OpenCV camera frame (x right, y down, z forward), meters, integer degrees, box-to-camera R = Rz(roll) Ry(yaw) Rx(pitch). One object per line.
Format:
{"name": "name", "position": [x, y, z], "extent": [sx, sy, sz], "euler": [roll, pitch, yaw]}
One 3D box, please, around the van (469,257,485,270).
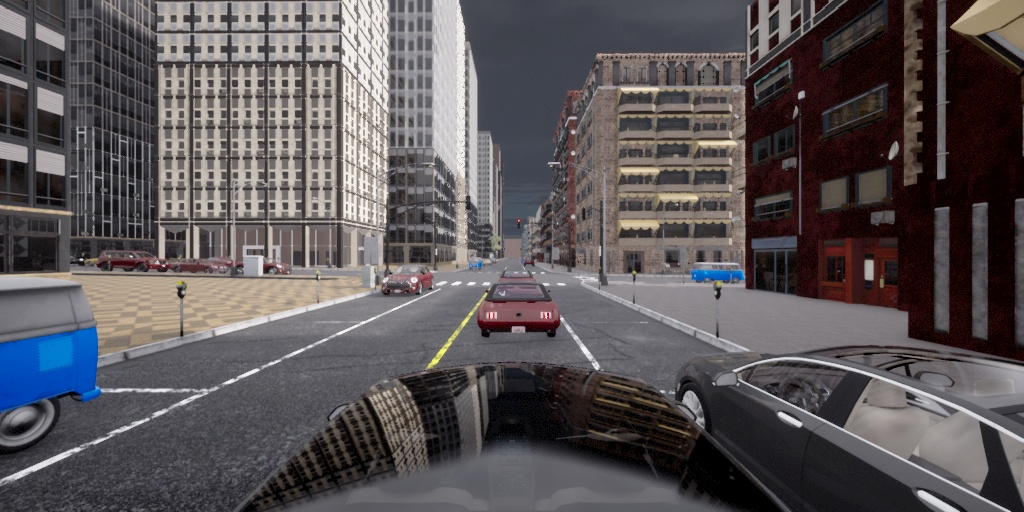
{"name": "van", "position": [-5.269, 1.101, 51.910], "extent": [1.690, 1.789, 3.998], "euler": [0, 0, 0]}

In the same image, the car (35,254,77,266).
{"name": "car", "position": [-48.796, 0.396, 38.888], "extent": [4.313, 1.339, 1.948], "euler": [0, 0, 0]}

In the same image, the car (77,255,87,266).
{"name": "car", "position": [-43.390, 0.463, 38.855], "extent": [4.829, 1.417, 1.751], "euler": [0, 0, 0]}

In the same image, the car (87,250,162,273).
{"name": "car", "position": [-32.057, 0.480, 30.403], "extent": [5.009, 1.841, 2.192], "euler": [0, 0, 0]}

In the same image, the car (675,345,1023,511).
{"name": "car", "position": [2.694, 1.300, 2.421], "extent": [2.007, 1.370, 4.403], "euler": [0, 0, 0]}

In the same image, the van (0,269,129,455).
{"name": "van", "position": [-5.686, 1.091, 2.492], "extent": [1.690, 1.789, 3.998], "euler": [0, 0, 0]}

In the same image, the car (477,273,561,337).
{"name": "car", "position": [0.170, 1.351, 10.190], "extent": [1.895, 1.301, 4.718], "euler": [0, 0, 1]}

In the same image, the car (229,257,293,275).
{"name": "car", "position": [-20.909, 0.820, 30.334], "extent": [4.097, 1.591, 1.967], "euler": [0, 0, 0]}

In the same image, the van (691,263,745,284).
{"name": "van", "position": [17.149, 1.454, 29.963], "extent": [3.998, 1.789, 1.690], "euler": [0, 0, 0]}

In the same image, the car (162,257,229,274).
{"name": "car", "position": [-26.483, 0.855, 30.369], "extent": [4.207, 1.307, 1.802], "euler": [0, 0, 0]}

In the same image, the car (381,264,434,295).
{"name": "car", "position": [-5.543, 1.190, 19.437], "extent": [1.967, 1.591, 4.097], "euler": [0, 0, 0]}

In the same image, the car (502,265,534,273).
{"name": "car", "position": [0.234, 1.351, 19.359], "extent": [1.895, 1.301, 4.718], "euler": [0, 0, 0]}
